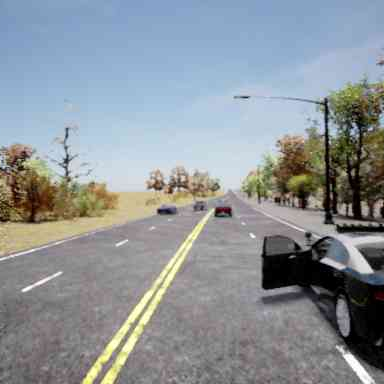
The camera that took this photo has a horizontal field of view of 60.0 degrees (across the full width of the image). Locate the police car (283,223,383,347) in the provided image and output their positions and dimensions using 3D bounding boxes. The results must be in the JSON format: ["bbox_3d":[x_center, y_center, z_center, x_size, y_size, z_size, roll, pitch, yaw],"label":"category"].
[{"bbox_3d":[3.358,1.446,6.569,1.930,1.638,5.238,-1,-1,5],"label":"police car"}]

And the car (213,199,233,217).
[{"bbox_3d":[3.321,1.815,35.401,1.837,1.490,4.892,-1,-1,6],"label":"car"}]

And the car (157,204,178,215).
[{"bbox_3d":[-2.958,2.048,39.850,1.895,1.301,4.718,-1,-1,6],"label":"car"}]

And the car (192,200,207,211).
[{"bbox_3d":[1.160,1.968,48.336,1.837,1.490,4.892,-1,-1,6],"label":"car"}]

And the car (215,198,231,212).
[{"bbox_3d":[4.243,1.741,45.331,2.097,1.767,4.553,-1,-1,6],"label":"car"}]
